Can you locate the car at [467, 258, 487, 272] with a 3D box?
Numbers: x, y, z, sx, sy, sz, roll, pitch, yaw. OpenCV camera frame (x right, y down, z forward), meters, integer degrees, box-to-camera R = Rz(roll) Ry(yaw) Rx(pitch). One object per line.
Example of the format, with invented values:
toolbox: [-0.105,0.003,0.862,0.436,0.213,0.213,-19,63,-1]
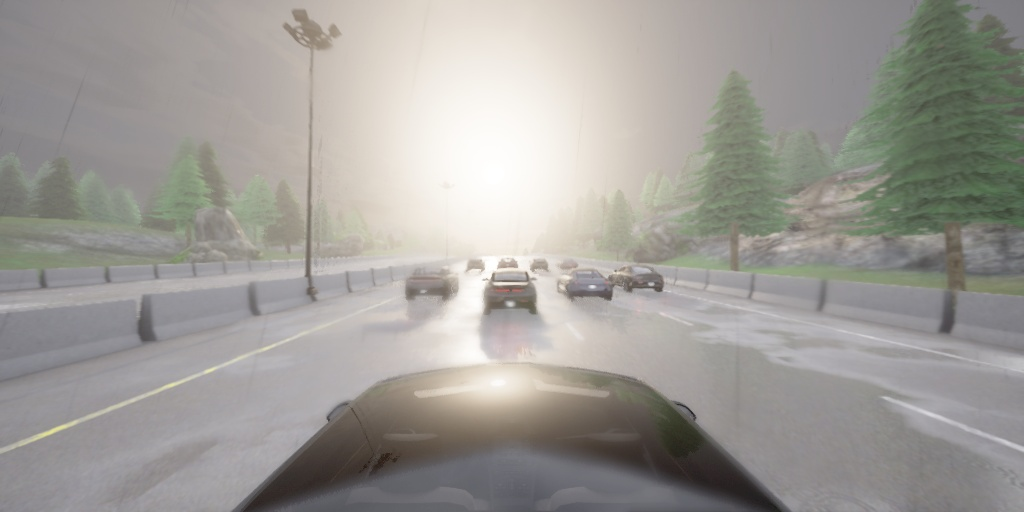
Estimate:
car: [-3.997,0.956,40.615,1.837,1.490,4.892,0,1,-1]

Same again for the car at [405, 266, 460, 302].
car: [-3.626,1.211,16.956,2.128,1.511,4.902,0,0,-1]

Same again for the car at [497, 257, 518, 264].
car: [-0.425,0.863,36.016,2.097,1.767,4.553,0,1,-1]

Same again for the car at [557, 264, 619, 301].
car: [3.371,1.263,17.176,1.994,1.385,4.181,0,0,-1]

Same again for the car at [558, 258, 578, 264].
car: [6.485,0.964,41.884,1.994,1.385,4.181,0,1,-1]

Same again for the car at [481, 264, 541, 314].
car: [-0.074,1.234,13.680,1.837,1.490,4.892,0,1,-1]

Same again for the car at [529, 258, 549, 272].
car: [3.008,0.942,40.334,1.837,1.490,4.892,0,1,-1]

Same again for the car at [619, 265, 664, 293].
car: [6.828,1.195,19.974,1.812,1.442,4.674,0,1,-1]
